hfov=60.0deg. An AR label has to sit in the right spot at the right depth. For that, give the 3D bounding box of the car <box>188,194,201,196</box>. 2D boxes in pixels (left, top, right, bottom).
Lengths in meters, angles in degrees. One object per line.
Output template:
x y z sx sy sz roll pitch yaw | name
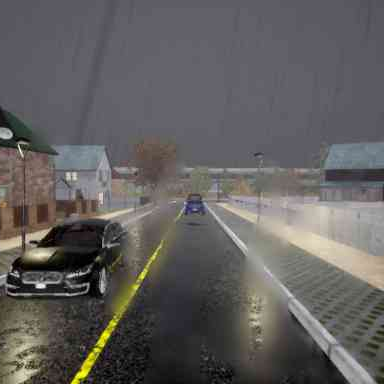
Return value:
0.349 1.221 44.082 2.150 2.045 5.566 0 0 0 | car

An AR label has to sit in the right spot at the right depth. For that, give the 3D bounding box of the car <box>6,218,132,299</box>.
-2.802 1.500 8.620 1.837 1.490 4.892 0 0 0 | car

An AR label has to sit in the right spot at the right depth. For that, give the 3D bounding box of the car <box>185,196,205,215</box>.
0.290 1.469 33.556 1.882 1.535 5.008 0 0 0 | car
